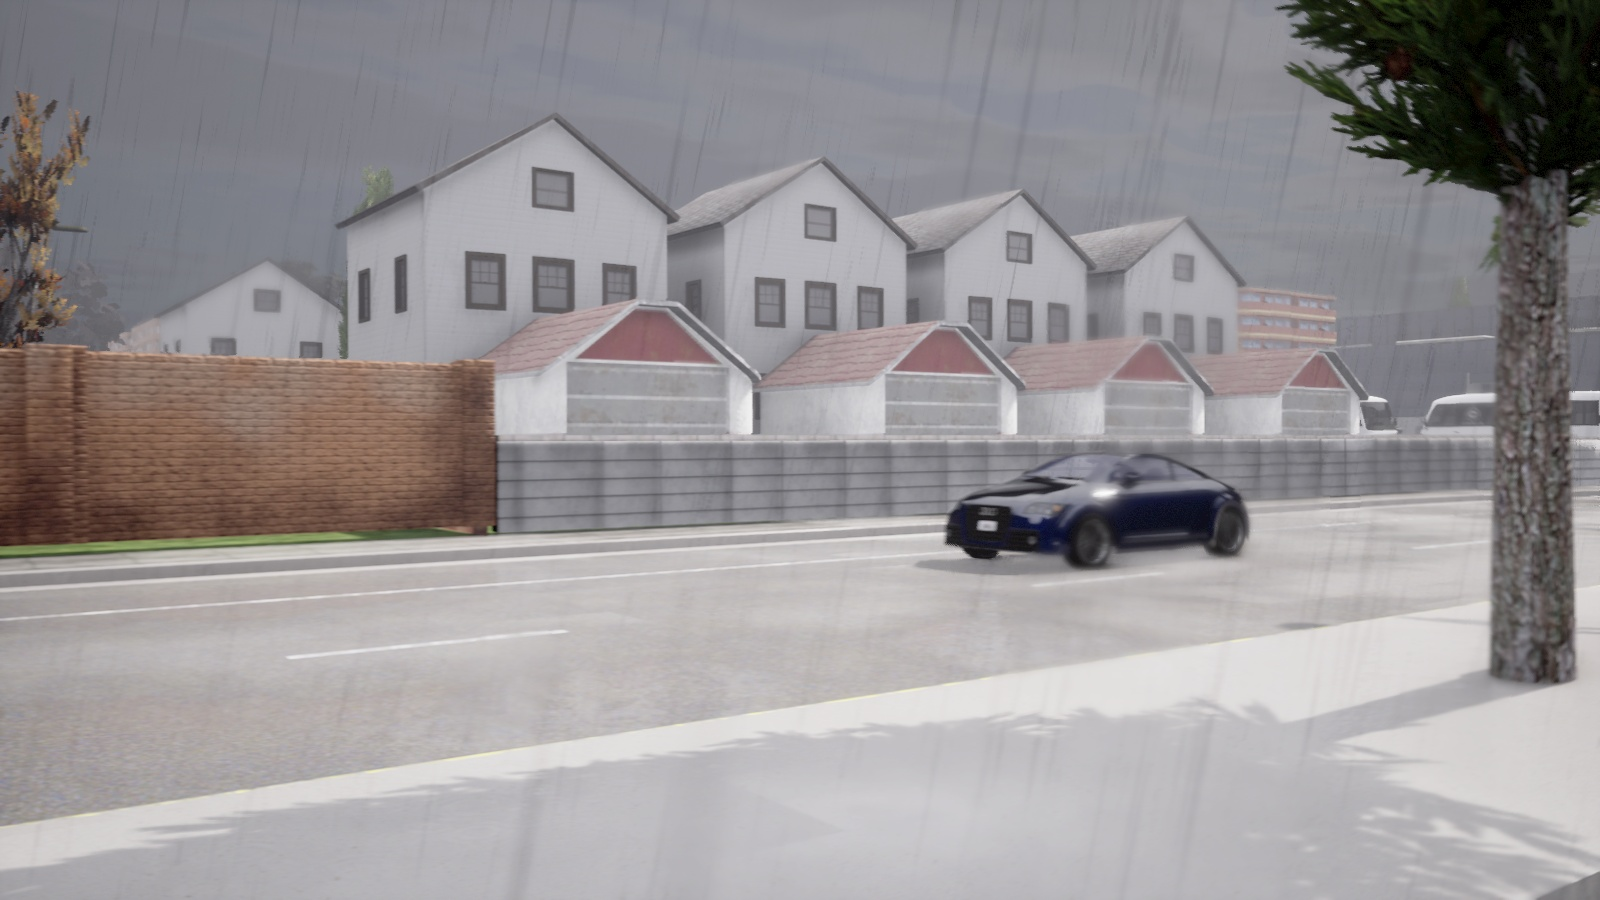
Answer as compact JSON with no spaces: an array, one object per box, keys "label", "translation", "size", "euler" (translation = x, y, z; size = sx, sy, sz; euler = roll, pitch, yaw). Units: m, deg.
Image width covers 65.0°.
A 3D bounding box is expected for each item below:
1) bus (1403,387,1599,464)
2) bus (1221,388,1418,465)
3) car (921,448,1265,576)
[{"label":"bus","translation":[41.776,-1.384,74.319],"size":[10.273,4.253,3.944],"euler":[0,1,44]},{"label":"bus","translation":[30.637,-1.293,74.644],"size":[3.944,4.253,10.273],"euler":[-1,0,-34]},{"label":"car","translation":[3.808,0.695,16.094],"size":[4.181,1.385,1.994],"euler":[-1,0,-35]}]
